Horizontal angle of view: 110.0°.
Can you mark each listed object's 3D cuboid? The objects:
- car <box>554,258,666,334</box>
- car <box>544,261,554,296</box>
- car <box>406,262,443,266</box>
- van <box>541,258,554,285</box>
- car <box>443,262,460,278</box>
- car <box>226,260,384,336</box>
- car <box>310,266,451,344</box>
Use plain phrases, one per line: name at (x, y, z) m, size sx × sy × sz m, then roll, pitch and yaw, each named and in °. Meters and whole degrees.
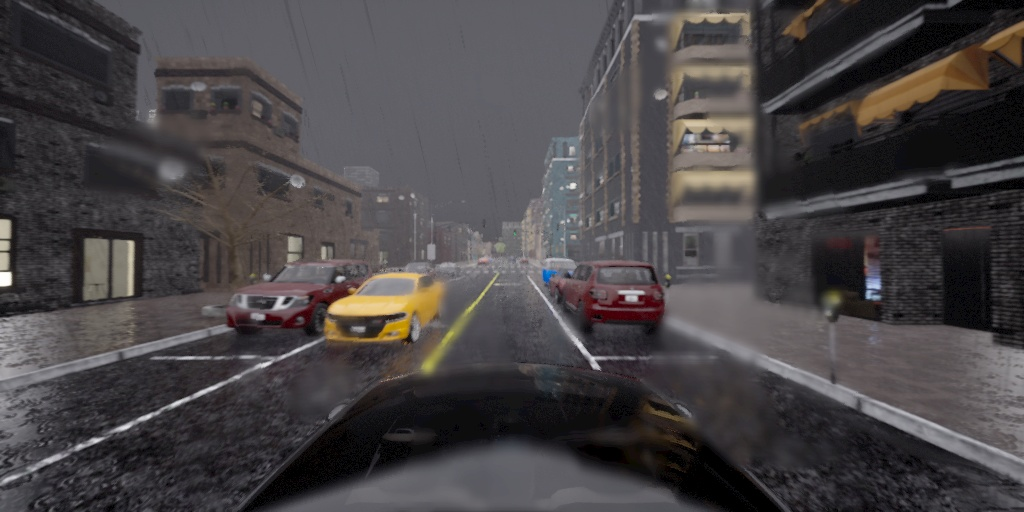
car at (2.696, 1.038, 10.526) m, size 2.192 × 1.841 × 5.009 m, roll 0°, pitch 0°, yaw 0°
car at (2.698, 1.147, 15.934) m, size 1.967 × 1.591 × 4.097 m, roll 0°, pitch 0°, yaw 0°
car at (-5.680, 1.132, 21.353) m, size 1.967 × 1.591 × 4.097 m, roll 0°, pitch 0°, yaw 0°
van at (2.701, 1.032, 21.341) m, size 1.690 × 1.789 × 3.998 m, roll 0°, pitch 0°, yaw 0°
car at (-5.675, 1.210, 32.166) m, size 2.007 × 1.370 × 4.403 m, roll 0°, pitch 0°, yaw 0°
car at (-5.685, 1.039, 10.538) m, size 2.192 × 1.841 × 5.009 m, roll 0°, pitch 0°, yaw 0°
car at (-3.096, 1.204, 9.746) m, size 1.882 × 1.535 × 5.008 m, roll 0°, pitch 0°, yaw 0°
